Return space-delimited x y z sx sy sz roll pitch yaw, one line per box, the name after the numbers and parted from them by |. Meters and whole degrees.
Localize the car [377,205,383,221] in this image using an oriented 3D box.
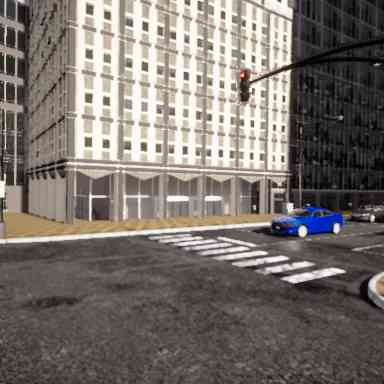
17.084 1.754 25.912 5.357 1.411 2.033 0 1 -33 | car

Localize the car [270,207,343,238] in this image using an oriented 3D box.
6.614 1.638 19.073 5.008 1.535 1.882 0 1 -34 | car

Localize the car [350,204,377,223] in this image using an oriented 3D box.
14.779 1.707 27.350 4.403 1.369 2.008 0 1 -33 | car
